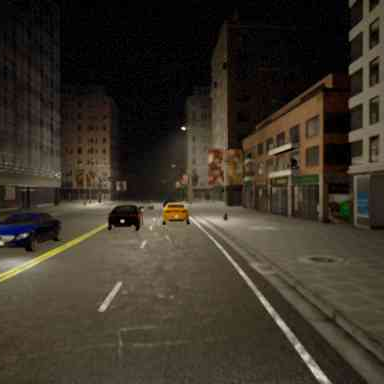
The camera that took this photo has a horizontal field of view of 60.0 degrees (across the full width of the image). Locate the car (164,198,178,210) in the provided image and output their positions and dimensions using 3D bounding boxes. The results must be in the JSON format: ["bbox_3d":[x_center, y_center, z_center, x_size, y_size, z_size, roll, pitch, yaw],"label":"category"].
[{"bbox_3d":[-3.048,1.656,46.747,1.882,1.535,5.008,0,-1,-5],"label":"car"}]

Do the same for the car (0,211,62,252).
[{"bbox_3d":[-6.990,1.585,14.182,1.812,1.442,4.674,0,0,-3],"label":"car"}]

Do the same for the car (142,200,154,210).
[{"bbox_3d":[-6.297,1.784,46.599,1.895,1.301,4.718,0,0,-5],"label":"car"}]

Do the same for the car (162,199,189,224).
[{"bbox_3d":[-1.280,1.571,25.556,1.882,1.535,5.008,0,0,-5],"label":"car"}]

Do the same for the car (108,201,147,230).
[{"bbox_3d":[-4.235,1.562,21.791,1.882,1.535,5.008,0,0,-4],"label":"car"}]
